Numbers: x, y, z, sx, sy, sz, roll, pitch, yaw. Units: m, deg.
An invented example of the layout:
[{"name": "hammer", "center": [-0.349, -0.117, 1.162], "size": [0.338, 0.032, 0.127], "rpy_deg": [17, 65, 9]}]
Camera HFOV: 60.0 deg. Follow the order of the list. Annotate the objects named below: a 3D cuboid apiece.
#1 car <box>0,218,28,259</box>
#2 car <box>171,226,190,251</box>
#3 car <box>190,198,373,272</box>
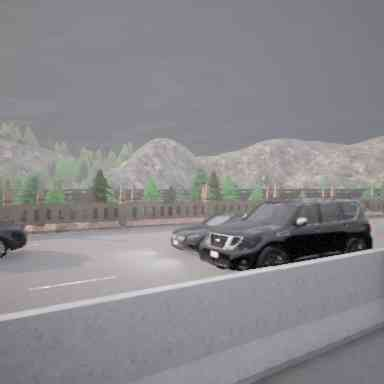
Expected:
[{"name": "car", "center": [-8.110, 1.505, 10.903], "size": [4.892, 1.490, 1.837], "rpy_deg": [0, 0, -35]}, {"name": "car", "center": [1.443, 1.526, 12.933], "size": [4.674, 1.442, 1.812], "rpy_deg": [0, 0, -30]}, {"name": "car", "center": [2.945, 1.221, 9.815], "size": [5.566, 2.045, 2.150], "rpy_deg": [0, 0, -31]}]
